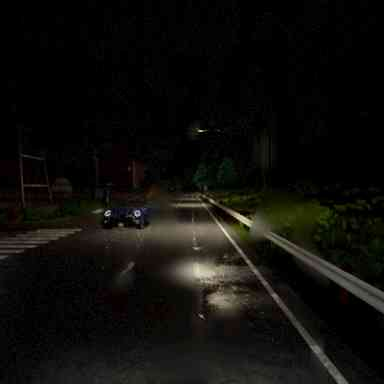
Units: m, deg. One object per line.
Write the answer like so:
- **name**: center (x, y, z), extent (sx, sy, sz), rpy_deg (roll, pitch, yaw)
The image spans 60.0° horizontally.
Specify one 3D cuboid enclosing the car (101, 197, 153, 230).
- **car**: center (-3.609, 1.114, 19.410), extent (2.097, 1.767, 4.553), rpy_deg (0, 0, 2)
